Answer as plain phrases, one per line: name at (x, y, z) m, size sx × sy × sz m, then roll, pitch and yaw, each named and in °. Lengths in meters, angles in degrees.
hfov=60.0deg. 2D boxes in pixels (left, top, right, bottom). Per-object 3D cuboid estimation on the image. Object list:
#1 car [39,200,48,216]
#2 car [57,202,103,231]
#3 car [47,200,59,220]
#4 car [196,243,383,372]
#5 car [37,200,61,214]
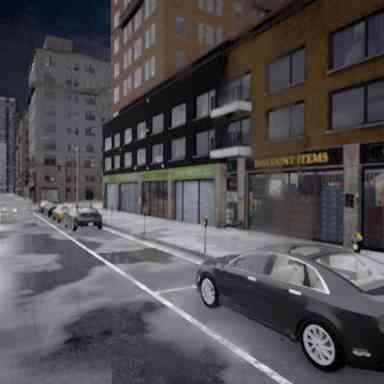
car at (-12.210, 1.523, 29.899) m, size 1.947 × 1.339 × 4.313 m, roll -1°, pitch 0°, yaw -30°
car at (-6.660, 1.525, 20.203) m, size 2.008 × 1.369 × 4.403 m, roll -1°, pitch 0°, yaw -30°
car at (-9.519, 1.491, 25.198) m, size 1.752 × 1.417 × 4.829 m, roll -1°, pitch 0°, yaw -30°
car at (1.664, 1.546, 5.659) m, size 2.008 × 1.369 × 4.403 m, roll -1°, pitch 0°, yaw -30°
car at (-14.984, 1.530, 34.747) m, size 1.802 × 1.307 × 4.206 m, roll -1°, pitch 0°, yaw -30°
